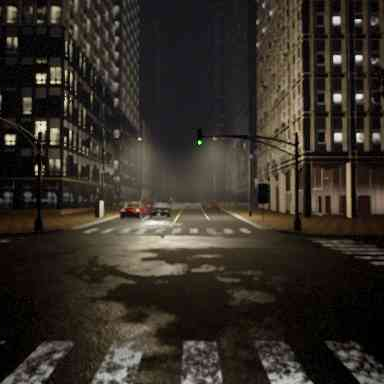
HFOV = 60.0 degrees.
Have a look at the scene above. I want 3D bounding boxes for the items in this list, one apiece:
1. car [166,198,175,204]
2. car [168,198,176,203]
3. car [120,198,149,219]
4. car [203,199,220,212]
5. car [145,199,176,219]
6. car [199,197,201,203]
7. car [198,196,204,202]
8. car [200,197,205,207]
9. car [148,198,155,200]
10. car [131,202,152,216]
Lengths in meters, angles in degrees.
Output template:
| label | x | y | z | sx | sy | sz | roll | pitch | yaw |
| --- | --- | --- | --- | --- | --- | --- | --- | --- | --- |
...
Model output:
| label | x | y | z | sx | sy | sz | roll | pitch | yaw |
| --- | --- | --- | --- | --- | --- | --- | --- | --- | --- |
| car | -5.619 | 2.278 | 87.857 | 2.008 | 1.369 | 4.403 | 1 | 0 | 0 |
| car | -5.616 | 2.340 | 93.432 | 1.947 | 1.339 | 4.313 | 1 | 0 | 0 |
| car | -5.653 | 1.706 | 32.108 | 1.967 | 1.590 | 4.097 | 1 | 0 | 0 |
| car | 2.731 | 1.940 | 43.313 | 1.802 | 1.307 | 4.206 | 1 | 0 | 0 |
| car | -2.979 | 1.763 | 32.416 | 2.128 | 1.511 | 4.902 | 0 | 0 | 0 |
| car | 2.743 | 2.062 | 60.046 | 1.947 | 1.339 | 4.313 | 1 | 0 | 0 |
| car | 2.765 | 2.319 | 93.508 | 1.887 | 1.381 | 4.507 | 1 | 0 | 0 |
| car | 2.741 | 1.977 | 54.639 | 1.752 | 1.417 | 4.829 | 1 | 0 | 0 |
| car | -5.643 | 1.673 | 43.259 | 2.192 | 1.841 | 5.009 | 1 | 0 | 0 |
| car | -5.652 | 1.894 | 37.682 | 1.802 | 1.307 | 4.206 | 1 | 0 | 0 |
